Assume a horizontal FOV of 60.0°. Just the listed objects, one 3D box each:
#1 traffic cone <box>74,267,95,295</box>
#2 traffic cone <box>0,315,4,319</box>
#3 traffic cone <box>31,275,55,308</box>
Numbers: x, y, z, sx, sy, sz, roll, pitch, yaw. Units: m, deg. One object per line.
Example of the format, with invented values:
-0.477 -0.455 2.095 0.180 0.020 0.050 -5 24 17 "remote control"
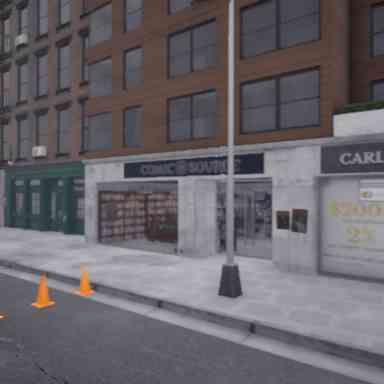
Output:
-2.459 2.008 7.616 0.340 0.580 0.340 0 0 36 "traffic cone"
-3.636 1.992 6.001 0.340 0.580 0.340 0 -1 36 "traffic cone"
-3.047 2.000 6.809 0.340 0.580 0.340 0 -1 36 "traffic cone"
